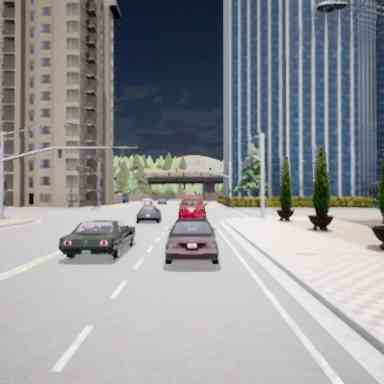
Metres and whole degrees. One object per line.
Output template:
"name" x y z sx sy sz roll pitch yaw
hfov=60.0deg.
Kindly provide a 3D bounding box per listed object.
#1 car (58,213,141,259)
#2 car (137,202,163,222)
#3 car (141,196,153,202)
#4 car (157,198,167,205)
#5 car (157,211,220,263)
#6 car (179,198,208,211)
"car" -3.484 1.741 13.241 1.895 1.301 4.718 0 -1 0
"car" -3.684 1.863 28.469 1.994 1.385 4.181 0 -1 -5
"car" -10.493 2.040 77.878 2.150 2.045 5.566 0 -1 0
"car" -6.993 2.292 77.906 1.882 1.535 5.008 0 -1 0
"car" 0.009 1.680 12.504 2.033 1.411 5.357 0 -1 0
"car" 0.126 1.514 27.547 2.150 2.045 5.566 0 0 4
